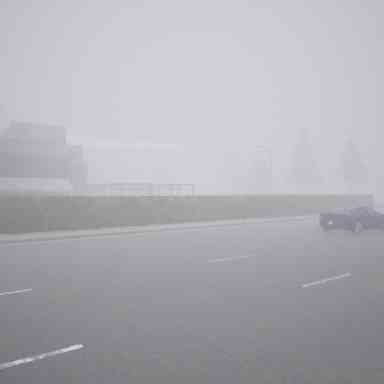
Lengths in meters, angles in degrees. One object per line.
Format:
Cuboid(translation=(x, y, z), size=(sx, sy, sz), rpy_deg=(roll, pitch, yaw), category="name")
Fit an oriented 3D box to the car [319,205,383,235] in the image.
Cuboid(translation=(9.325, 1.477, 18.992), size=(5.008, 1.535, 1.882), rpy_deg=(0, 0, -35), category="car")
